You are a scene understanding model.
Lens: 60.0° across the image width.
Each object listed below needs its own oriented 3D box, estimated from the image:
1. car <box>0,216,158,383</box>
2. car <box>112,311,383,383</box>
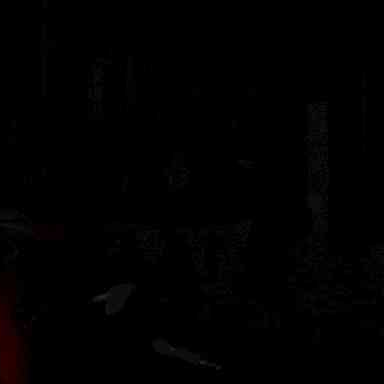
[{"bbox_3d":[-2.759,1.294,4.927,5.009,1.841,2.192,0,0,35],"label":"car"},{"bbox_3d":[1.830,1.569,1.656,4.313,1.339,1.947,0,0,35],"label":"car"}]
